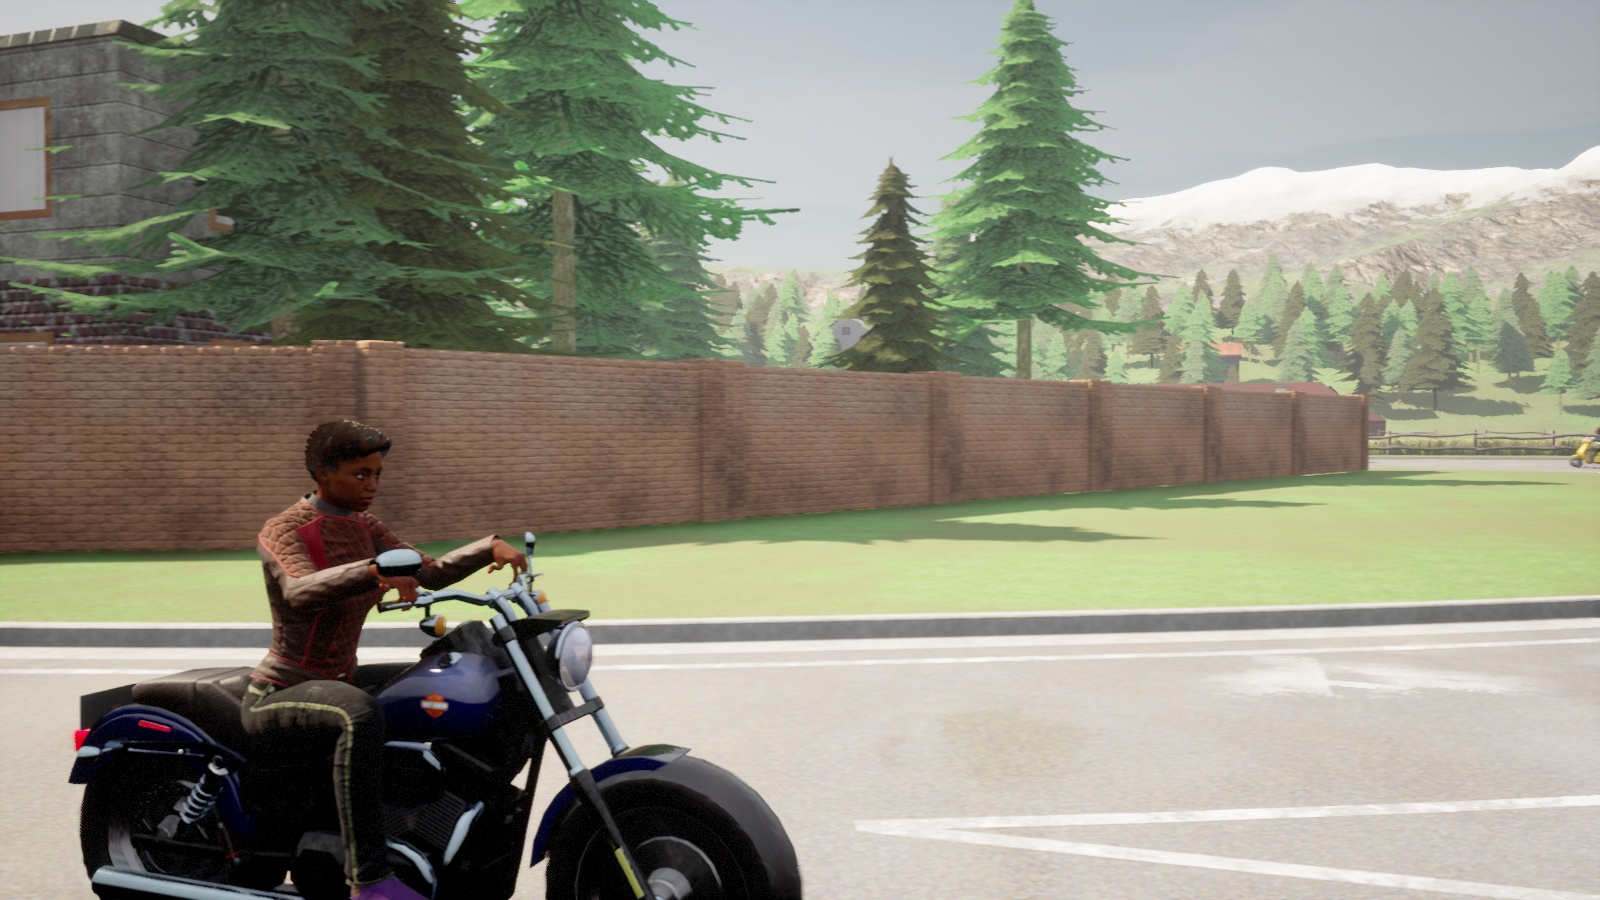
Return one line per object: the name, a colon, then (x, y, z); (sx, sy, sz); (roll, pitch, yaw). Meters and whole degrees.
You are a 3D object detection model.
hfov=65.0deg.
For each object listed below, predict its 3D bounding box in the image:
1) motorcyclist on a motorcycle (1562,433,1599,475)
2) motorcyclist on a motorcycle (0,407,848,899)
motorcyclist on a motorcycle: (30.299, 0.141, 48.007); (1.817, 1.590, 0.866); (1, 1, 19)
motorcyclist on a motorcycle: (-1.106, 0.712, 3.564); (2.350, 1.649, 0.766); (1, 1, 19)
